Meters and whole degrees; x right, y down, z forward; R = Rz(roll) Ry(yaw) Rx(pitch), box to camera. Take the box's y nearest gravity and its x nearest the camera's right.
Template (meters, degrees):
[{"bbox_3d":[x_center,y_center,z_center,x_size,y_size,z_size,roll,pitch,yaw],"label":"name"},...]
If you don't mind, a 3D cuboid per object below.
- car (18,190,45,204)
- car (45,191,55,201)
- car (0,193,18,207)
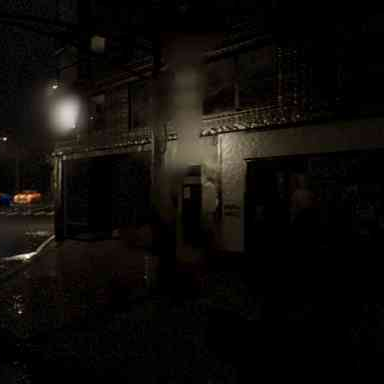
[{"bbox_3d":[-21.293,0.592,43.220,2.097,1.767,4.553,0,1,-7],"label":"car"},{"bbox_3d":[-22.530,0.574,53.115,1.882,1.535,5.008,0,1,-7],"label":"car"},{"bbox_3d":[-20.132,0.869,34.077,1.882,1.535,5.008,0,1,-7],"label":"car"}]
